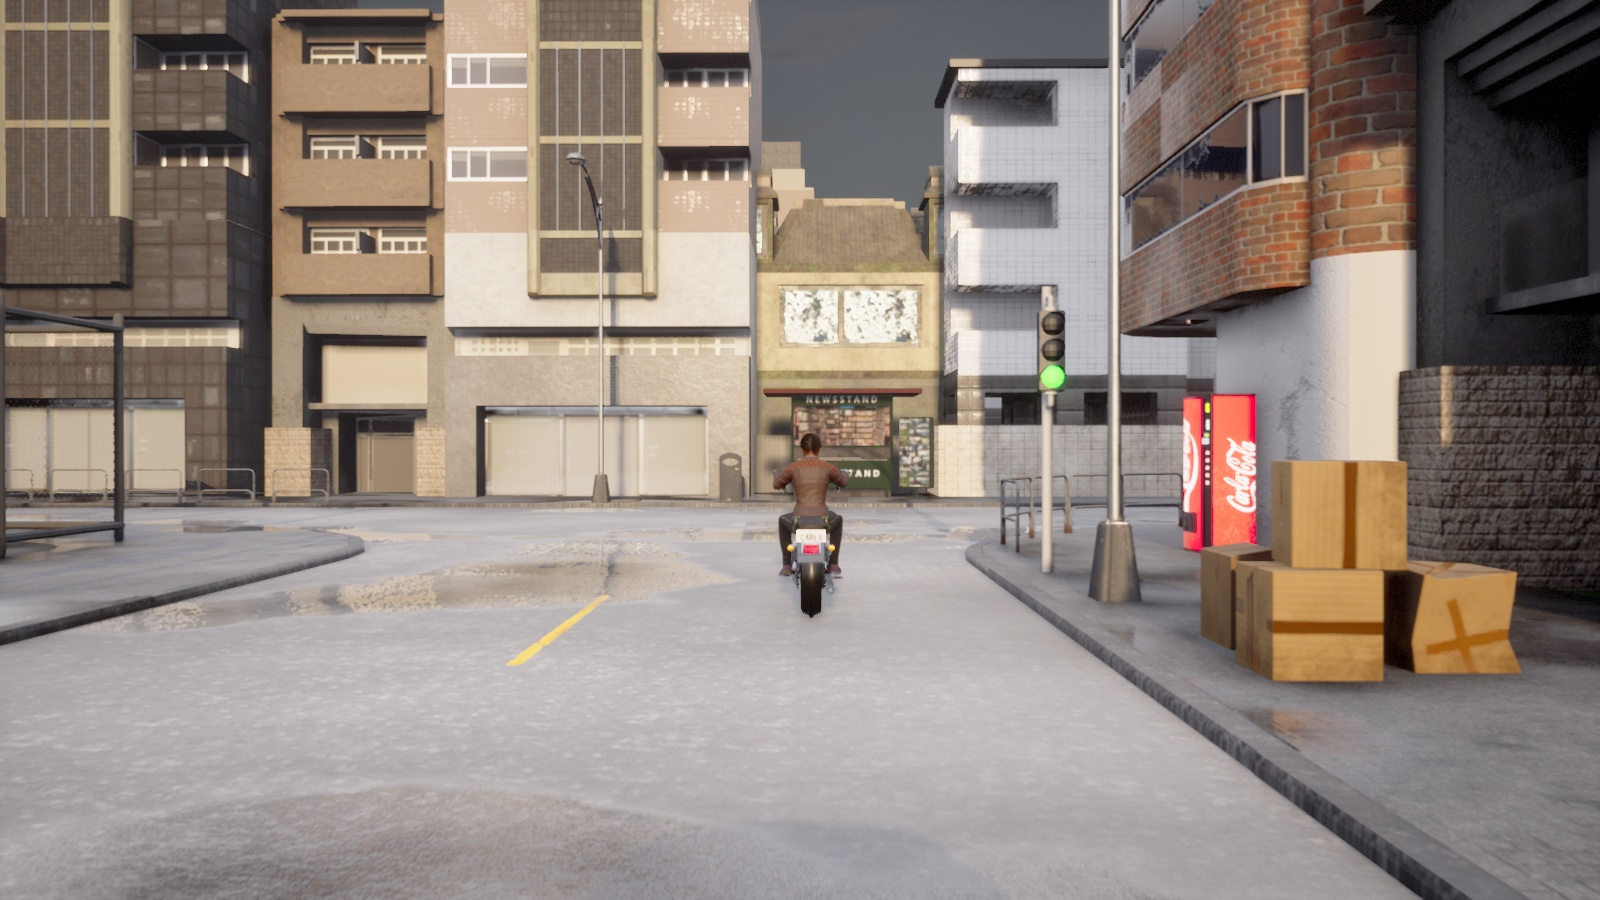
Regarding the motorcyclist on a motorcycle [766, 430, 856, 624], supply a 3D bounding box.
[{"bbox_3d":[0.103,0.651,11.856,0.766,1.649,2.350,0,0,0],"label":"motorcyclist on a motorcycle"}]
